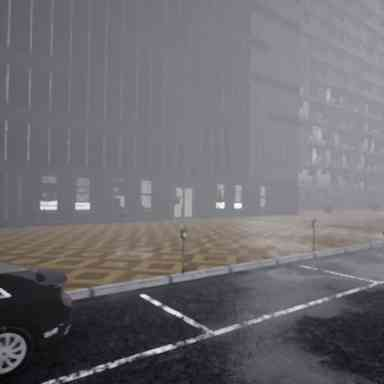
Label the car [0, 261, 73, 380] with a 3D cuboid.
[{"bbox_3d":[-3.717,1.542,3.897,4.403,1.369,2.008,1,0,-35],"label":"car"}]
